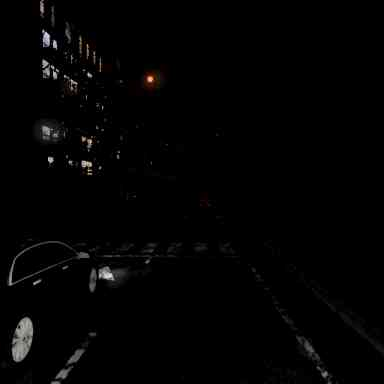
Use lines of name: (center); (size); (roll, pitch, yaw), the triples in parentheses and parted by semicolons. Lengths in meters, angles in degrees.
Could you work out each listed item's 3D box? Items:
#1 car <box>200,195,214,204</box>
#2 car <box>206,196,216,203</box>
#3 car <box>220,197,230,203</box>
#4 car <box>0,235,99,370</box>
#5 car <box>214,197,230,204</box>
car: (2.991, 1.589, 69.486); (2.097, 1.767, 4.553); (0, 0, 9)
car: (4.613, 1.802, 79.107); (1.837, 1.490, 4.892); (0, 0, 11)
car: (7.849, 1.855, 78.711); (1.994, 1.385, 4.181); (0, 0, 12)
car: (-3.047, 1.507, 5.679); (1.837, 1.490, 4.892); (0, 0, 1)
car: (6.181, 1.740, 68.883); (1.837, 1.490, 4.892); (0, 0, 10)
